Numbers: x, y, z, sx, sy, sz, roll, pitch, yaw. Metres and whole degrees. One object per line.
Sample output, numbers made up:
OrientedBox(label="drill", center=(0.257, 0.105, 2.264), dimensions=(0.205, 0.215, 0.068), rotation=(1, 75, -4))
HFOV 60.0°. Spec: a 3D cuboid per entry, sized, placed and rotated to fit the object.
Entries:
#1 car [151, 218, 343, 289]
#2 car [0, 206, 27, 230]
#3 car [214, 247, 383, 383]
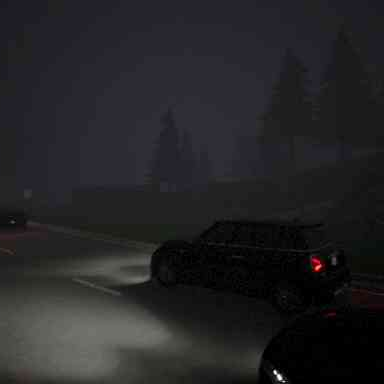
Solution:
OrientedBox(label="car", center=(1.130, 1.383, 7.823), dimensions=(4.553, 1.767, 2.097), rotation=(-1, 0, 39))
OrientedBox(label="car", center=(-12.312, 1.665, 21.601), dimensions=(1.882, 1.535, 5.008), rotation=(0, 0, -42))
OrientedBox(label="car", center=(2.805, 1.482, 2.028), dimensions=(4.902, 1.511, 2.128), rotation=(-1, 0, 36))
